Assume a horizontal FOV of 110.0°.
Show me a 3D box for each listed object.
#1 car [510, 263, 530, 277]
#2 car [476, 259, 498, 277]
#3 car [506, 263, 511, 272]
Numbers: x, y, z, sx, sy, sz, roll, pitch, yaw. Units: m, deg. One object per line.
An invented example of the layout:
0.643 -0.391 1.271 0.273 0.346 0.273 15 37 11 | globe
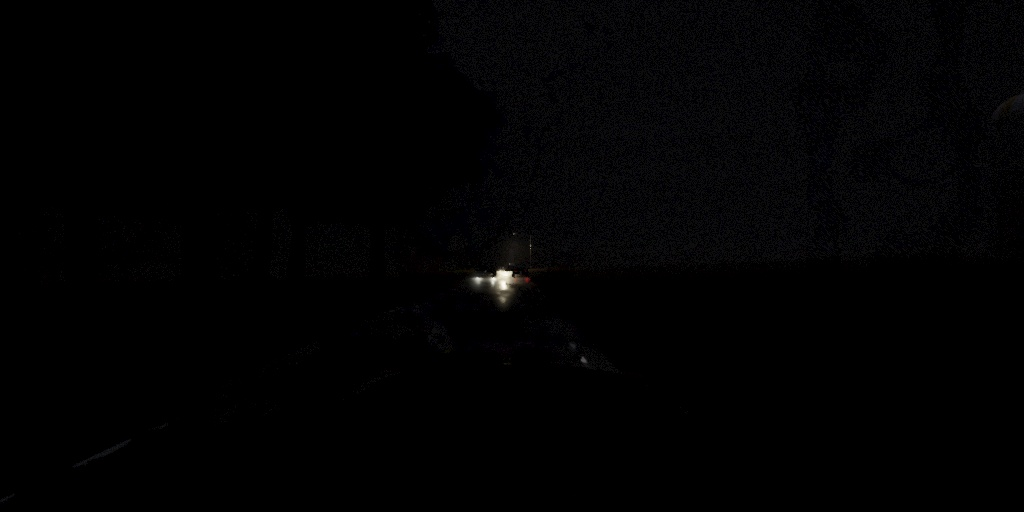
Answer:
0.969 1.640 41.719 1.812 1.442 4.674 0 -1 0 | car
-2.831 1.327 41.055 2.150 2.045 5.566 0 -1 0 | car
0.010 1.965 60.545 1.994 1.385 4.181 0 -1 0 | car
